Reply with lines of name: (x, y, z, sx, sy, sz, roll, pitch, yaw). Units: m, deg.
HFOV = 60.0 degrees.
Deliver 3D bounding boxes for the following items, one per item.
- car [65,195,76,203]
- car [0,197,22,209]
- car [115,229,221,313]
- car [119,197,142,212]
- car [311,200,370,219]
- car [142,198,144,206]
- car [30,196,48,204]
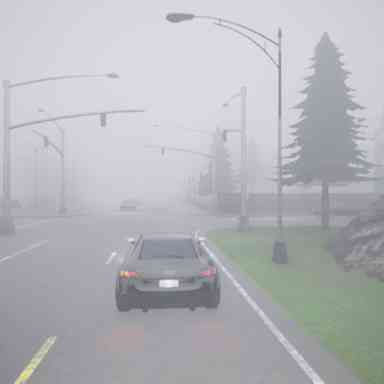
car: (-23.754, 1.342, 64.361, 1.845, 1.501, 3.633, 0, 0, -5)
car: (-21.450, 1.320, 38.429, 2.007, 1.523, 4.514, 0, 0, -5)
car: (-0.584, 1.560, 7.784, 1.994, 1.385, 4.181, 0, 0, -5)
car: (-7.332, 1.529, 38.984, 2.033, 1.411, 5.357, 0, 0, -6)
car: (12.653, 1.476, 28.461, 4.902, 1.511, 2.128, 0, 0, -7)
car: (-8.839, 1.520, 54.428, 2.033, 1.411, 5.357, 0, 0, -5)
car: (-26.068, 1.356, 56.706, 1.970, 1.475, 3.806, 0, 0, -5)
